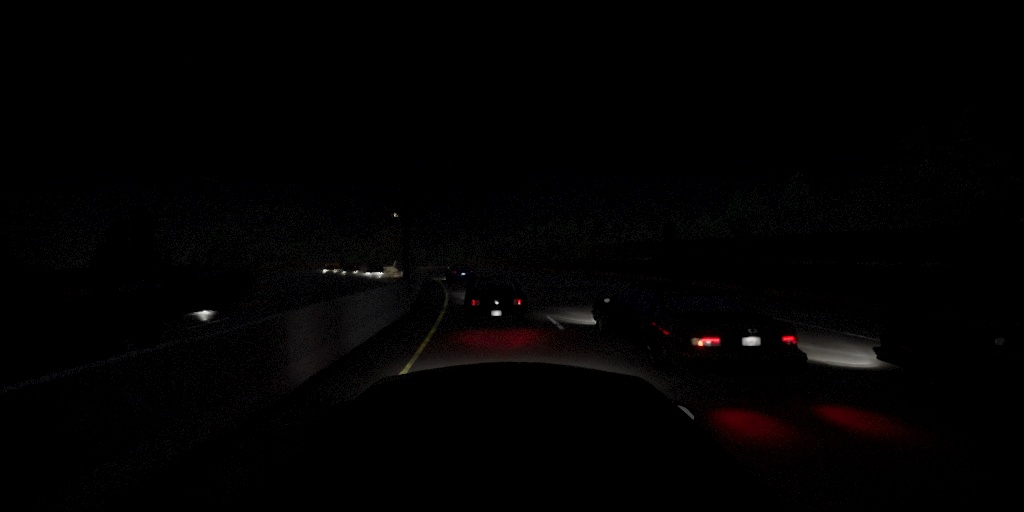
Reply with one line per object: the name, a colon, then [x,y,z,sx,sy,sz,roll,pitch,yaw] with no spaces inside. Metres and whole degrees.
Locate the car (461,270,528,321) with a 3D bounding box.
car: [-0.691,1.362,12.520,1.895,1.301,4.718,0,0,-6]

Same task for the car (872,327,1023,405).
car: [6.980,1.266,3.455,2.033,1.411,5.357,0,0,-1]

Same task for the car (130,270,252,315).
car: [-11.321,1.369,11.748,2.033,1.411,5.357,0,0,-7]

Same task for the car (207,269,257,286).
car: [-16.344,1.418,20.007,2.033,1.411,5.357,0,0,-13]

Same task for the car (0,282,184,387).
car: [-7.289,1.292,4.554,1.837,1.490,4.892,0,0,-3]

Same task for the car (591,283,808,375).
car: [3.293,1.285,7.689,2.033,1.411,5.357,0,0,-4]

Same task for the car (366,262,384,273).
car: [-17.717,1.469,46.507,1.994,1.385,4.181,0,0,-19]

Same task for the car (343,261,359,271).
car: [-23.890,1.433,53.405,1.882,1.535,5.008,0,0,-19]

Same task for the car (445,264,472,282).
car: [-4.310,1.357,29.502,1.994,1.385,4.181,0,0,-17]
